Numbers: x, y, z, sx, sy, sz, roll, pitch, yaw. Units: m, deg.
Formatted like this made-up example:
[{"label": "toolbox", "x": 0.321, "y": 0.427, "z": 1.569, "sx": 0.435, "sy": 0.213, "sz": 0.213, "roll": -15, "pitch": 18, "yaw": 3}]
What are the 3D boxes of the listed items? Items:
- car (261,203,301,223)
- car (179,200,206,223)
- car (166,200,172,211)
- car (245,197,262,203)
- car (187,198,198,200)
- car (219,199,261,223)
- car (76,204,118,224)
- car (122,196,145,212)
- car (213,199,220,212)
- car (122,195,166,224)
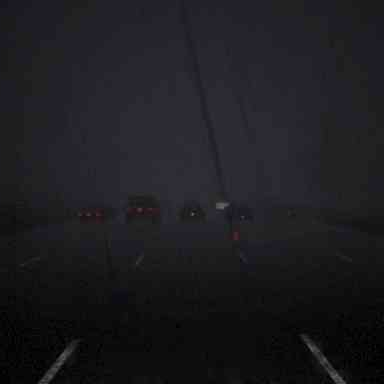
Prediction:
[{"label": "car", "x": 7.019, "y": 1.586, "z": 26.007, "sx": 1.994, "sy": 1.385, "sz": 4.181, "roll": 0, "pitch": 0, "yaw": 1}, {"label": "car", "x": 0.031, "y": 1.586, "z": 26.059, "sx": 1.994, "sy": 1.385, "sz": 4.181, "roll": 0, "pitch": 0, "yaw": 0}, {"label": "car", "x": -3.470, "y": 1.596, "z": 40.256, "sx": 1.994, "sy": 1.385, "sz": 4.181, "roll": 0, "pitch": 0, "yaw": -1}, {"label": "car", "x": 7.025, "y": 1.387, "z": 39.880, "sx": 2.097, "sy": 1.767, "sz": 4.553, "roll": 0, "pitch": 0, "yaw": 0}, {"label": "car", "x": 0.039, "y": 1.535, "z": 38.836, "sx": 1.837, "sy": 1.490, "sz": 4.892, "roll": 0, "pitch": -1, "yaw": 0}, {"label": "car", "x": 3.519, "y": 1.513, "z": 25.329, "sx": 2.128, "sy": 1.511, "sz": 4.902, "roll": 0, "pitch": 0, "yaw": 0}, {"label": "car", "x": -6.983, "y": 1.569, "z": 24.972, "sx": 2.033, "sy": 1.411, "sz": 5.357, "roll": 0, "pitch": 0, "yaw": 0}, {"label": "car", "x": -6.959, "y": 1.388, "z": 39.740, "sx": 2.097, "sy": 1.767, "sz": 4.553, "roll": 0, "pitch": 0, "yaw": -2}, {"label": "car", "x": 3.531, "y": 1.560, "z": 40.091, "sx": 1.812, "sy": 1.442, "sz": 4.674, "roll": 0, "pitch": 0, "yaw": 0}, {"label": "car", "x": -3.485, "y": 1.245, "z": 24.901, "sx": 2.150, "sy": 2.045, "sz": 5.566, "roll": 0, "pitch": 0, "yaw": 0}]
